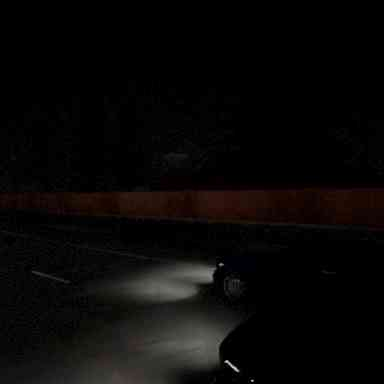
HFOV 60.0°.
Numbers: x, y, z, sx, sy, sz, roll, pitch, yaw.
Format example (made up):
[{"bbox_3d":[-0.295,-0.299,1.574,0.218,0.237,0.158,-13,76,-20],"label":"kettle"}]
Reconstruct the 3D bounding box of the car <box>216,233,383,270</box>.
[{"bbox_3d":[2.626,1.547,6.499,4.674,1.442,1.812,-1,0,36],"label":"car"}]

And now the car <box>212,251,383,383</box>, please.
[{"bbox_3d":[2.363,1.522,2.355,4.674,1.442,1.812,-1,0,35],"label":"car"}]
